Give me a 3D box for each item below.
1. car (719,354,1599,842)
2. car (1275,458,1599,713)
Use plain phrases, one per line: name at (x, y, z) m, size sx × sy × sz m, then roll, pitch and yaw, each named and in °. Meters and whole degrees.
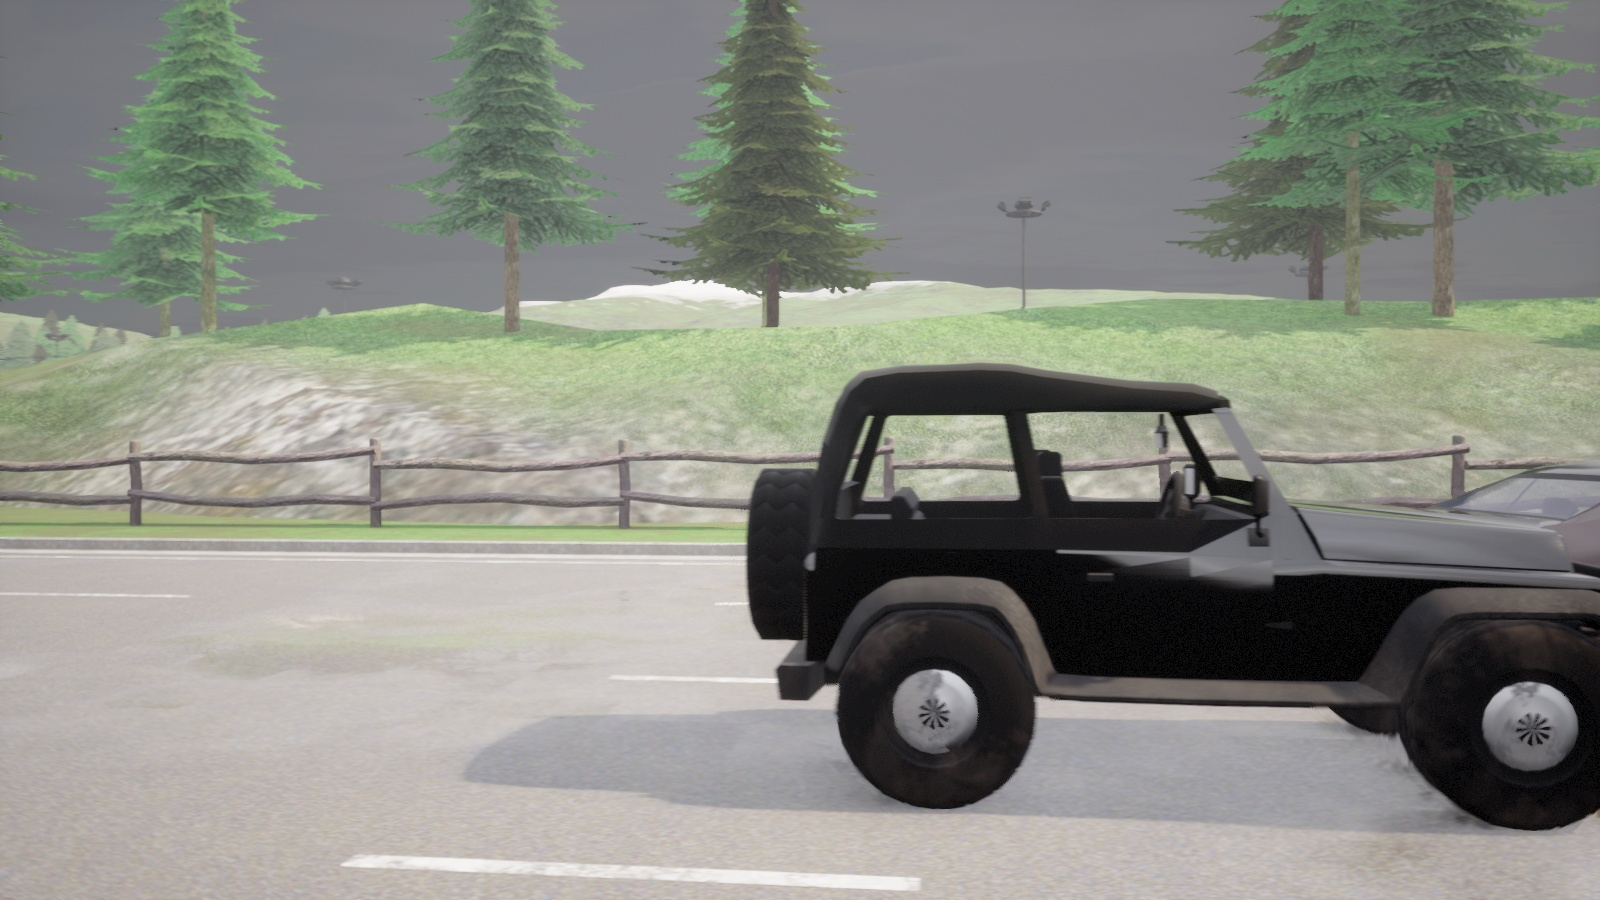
car at (1.707, 0.550, 5.975) m, size 3.866 × 1.878 × 1.905 m, roll 0°, pitch 1°, yaw 8°
car at (6.259, 0.788, 8.486) m, size 5.357 × 1.411 × 2.033 m, roll 0°, pitch 1°, yaw -7°
